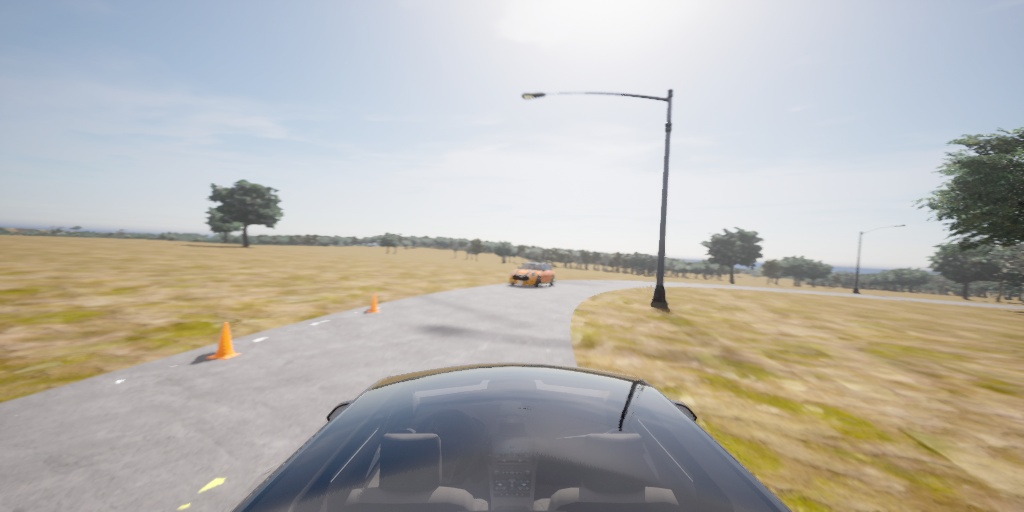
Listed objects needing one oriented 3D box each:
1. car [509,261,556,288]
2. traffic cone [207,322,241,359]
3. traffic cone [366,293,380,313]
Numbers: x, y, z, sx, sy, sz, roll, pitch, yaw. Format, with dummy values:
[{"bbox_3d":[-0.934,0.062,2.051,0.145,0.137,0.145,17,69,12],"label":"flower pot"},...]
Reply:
[{"bbox_3d":[1.552,1.247,25.985,2.097,1.767,4.553,3,0,27],"label":"car"},{"bbox_3d":[-5.028,1.457,6.275,0.340,0.580,0.340,0,0,4],"label":"traffic cone"},{"bbox_3d":[-4.433,1.490,11.510,0.340,0.580,0.340,0,0,9],"label":"traffic cone"}]
